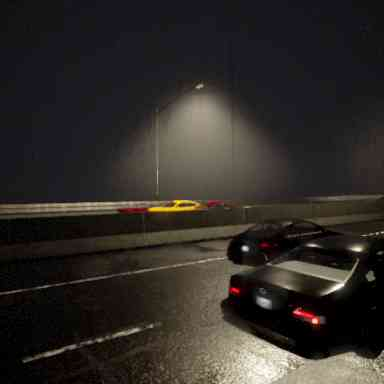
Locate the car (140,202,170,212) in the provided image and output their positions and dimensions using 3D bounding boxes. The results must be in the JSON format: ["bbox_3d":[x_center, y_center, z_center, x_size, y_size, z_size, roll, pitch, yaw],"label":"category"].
[{"bbox_3d":[-1.023,1.383,24.743,5.008,1.535,1.882,0,0,-35],"label":"car"}]

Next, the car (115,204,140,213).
[{"bbox_3d":[-3.826,1.513,27.044,4.718,1.301,1.895,0,0,-35],"label":"car"}]

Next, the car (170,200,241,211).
[{"bbox_3d":[1.350,1.381,22.136,5.008,1.535,1.882,0,0,-35],"label":"car"}]

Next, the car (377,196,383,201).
[{"bbox_3d":[30.341,1.143,51.302,4.674,1.442,1.812,-1,0,-35],"label":"car"}]

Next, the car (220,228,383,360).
[{"bbox_3d":[3.005,1.507,5.883,5.357,1.411,2.033,0,0,-35],"label":"car"}]

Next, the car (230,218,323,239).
[{"bbox_3d":[3.088,1.506,10.239,4.181,1.385,1.994,0,0,-35],"label":"car"}]
